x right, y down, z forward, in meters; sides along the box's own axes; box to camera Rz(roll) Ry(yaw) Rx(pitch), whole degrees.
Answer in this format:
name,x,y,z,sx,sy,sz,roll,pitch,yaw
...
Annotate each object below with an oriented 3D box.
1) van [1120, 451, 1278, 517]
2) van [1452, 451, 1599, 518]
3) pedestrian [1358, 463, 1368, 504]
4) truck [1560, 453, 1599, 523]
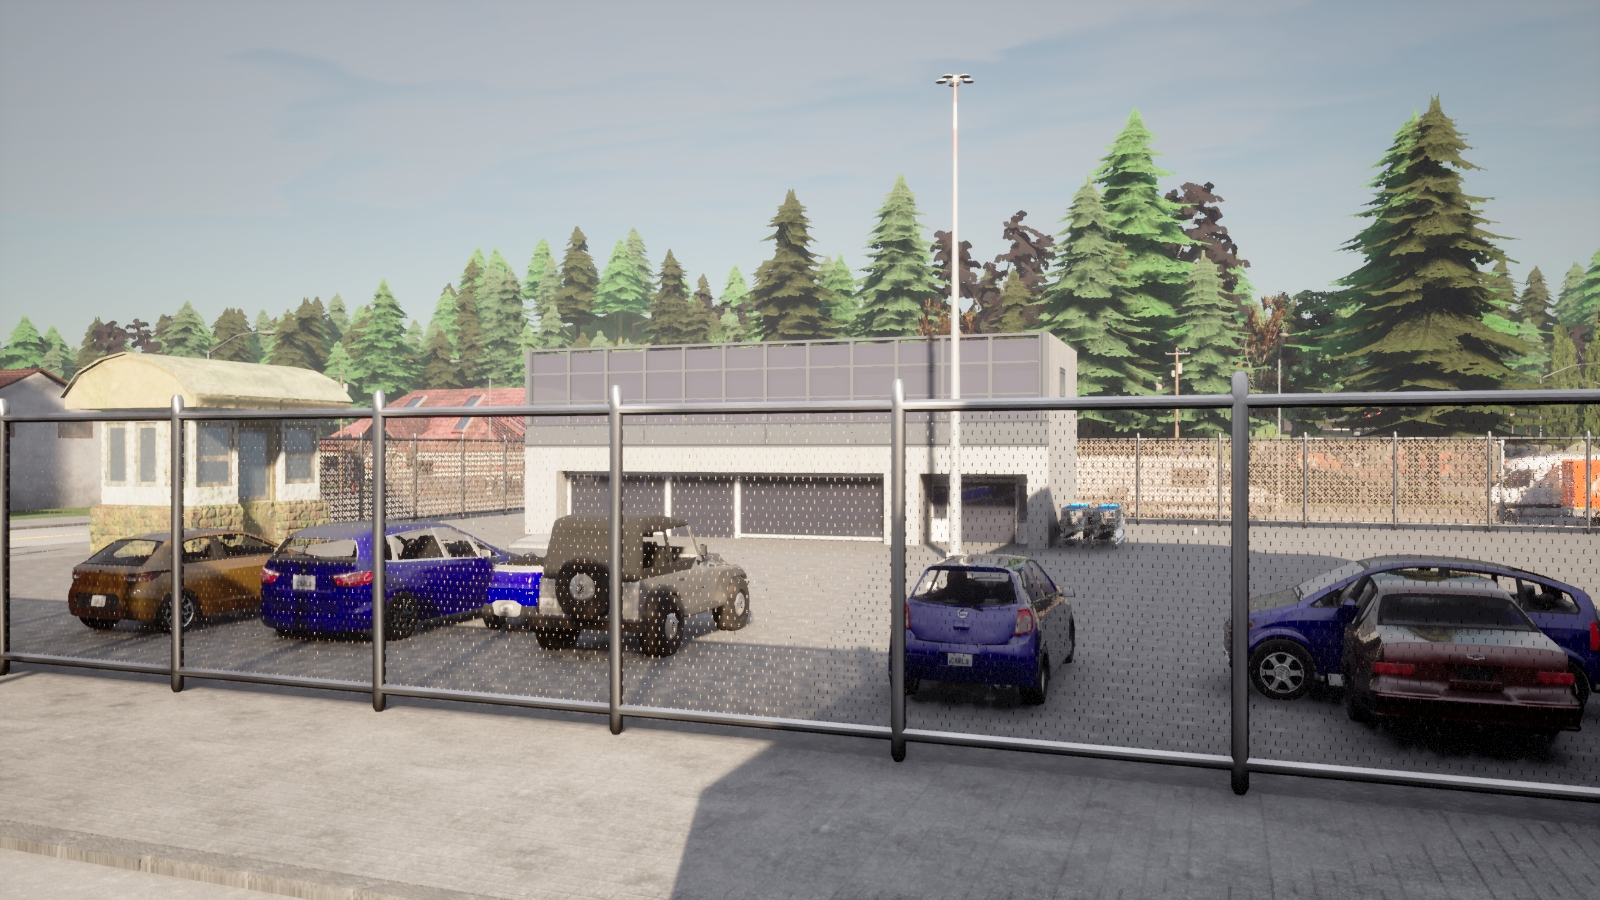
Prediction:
name,x,y,z,sx,sy,sz,roll,pitch,yaw
van,16.091,1.315,46.209,5.915,2.561,1.988,0,0,20
van,29.382,1.314,45.190,5.915,2.561,1.988,0,0,16
pedestrian,25.681,1.527,52.123,0.375,1.860,0.375,0,0,19
truck,30.458,1.347,40.794,5.204,2.467,2.627,0,0,25
